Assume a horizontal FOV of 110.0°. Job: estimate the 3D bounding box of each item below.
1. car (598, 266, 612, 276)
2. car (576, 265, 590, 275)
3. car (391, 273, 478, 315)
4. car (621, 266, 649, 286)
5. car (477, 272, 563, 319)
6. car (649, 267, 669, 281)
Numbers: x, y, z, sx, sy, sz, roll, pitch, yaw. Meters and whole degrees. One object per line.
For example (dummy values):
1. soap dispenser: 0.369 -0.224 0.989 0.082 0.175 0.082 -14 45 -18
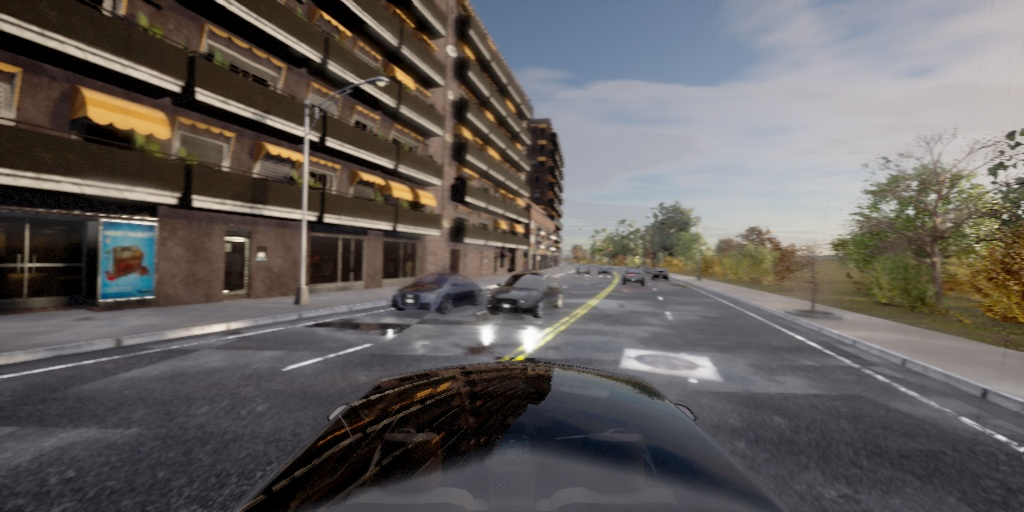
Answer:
1. car: 14.004 2.234 54.017 1.994 1.385 4.181 1 -1 16
2. car: 10.853 2.085 54.809 2.128 1.511 4.902 1 -1 16
3. car: -2.734 1.367 13.937 1.994 1.385 4.181 1 -1 21
4. car: 11.032 1.867 32.643 2.128 1.511 4.902 1 -1 18
5. car: 0.674 1.400 13.744 1.837 1.490 4.892 1 -1 21
6. car: 18.029 2.185 43.989 1.837 1.490 4.892 1 0 17
